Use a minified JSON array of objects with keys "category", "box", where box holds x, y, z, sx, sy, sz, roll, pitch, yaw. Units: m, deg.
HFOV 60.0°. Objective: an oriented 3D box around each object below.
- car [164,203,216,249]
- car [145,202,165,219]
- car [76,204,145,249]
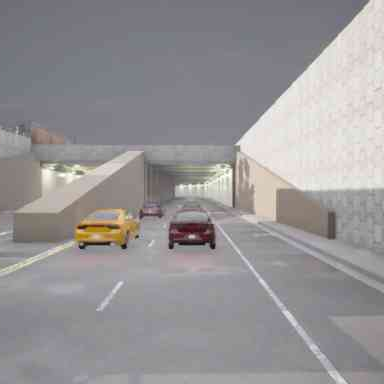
[{"category":"car","box":[0.000,1.485,14.650,1.882,1.535,5.008,0,0,0]},{"category":"car","box":[-3.500,1.573,29.650,1.994,1.385,4.181,0,0,0]},{"category":"car","box":[-3.500,1.485,14.650,1.882,1.535,5.008,0,0,0]}]
